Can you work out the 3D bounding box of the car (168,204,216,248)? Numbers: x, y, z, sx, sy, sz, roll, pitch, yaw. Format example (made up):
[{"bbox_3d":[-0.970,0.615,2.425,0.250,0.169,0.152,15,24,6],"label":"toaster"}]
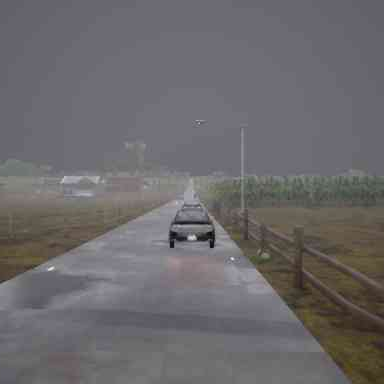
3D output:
[{"bbox_3d":[0.000,1.484,14.659,2.128,1.511,4.902,0,0,0],"label":"car"}]

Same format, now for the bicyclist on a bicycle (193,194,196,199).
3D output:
[{"bbox_3d":[0.757,1.212,79.972,0.659,1.776,1.843,0,1,0],"label":"bicyclist on a bicycle"}]

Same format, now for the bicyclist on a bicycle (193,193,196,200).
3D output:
[{"bbox_3d":[0.746,1.203,88.975,0.866,1.612,1.509,0,0,0],"label":"bicyclist on a bicycle"}]

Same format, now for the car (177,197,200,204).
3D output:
[{"bbox_3d":[0.000,1.469,29.670,2.128,1.511,4.902,0,0,0],"label":"car"}]

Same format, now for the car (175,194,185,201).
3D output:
[{"bbox_3d":[-2.749,1.320,76.768,1.837,1.490,4.892,0,0,0],"label":"car"}]
